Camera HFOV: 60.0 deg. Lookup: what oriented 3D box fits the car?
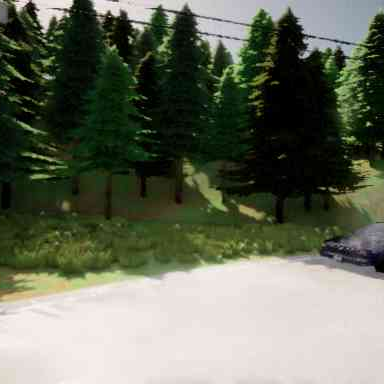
[{"bbox_3d":[6.963,1.766,11.436,5.357,1.411,2.033,2,0,-25],"label":"car"}]
